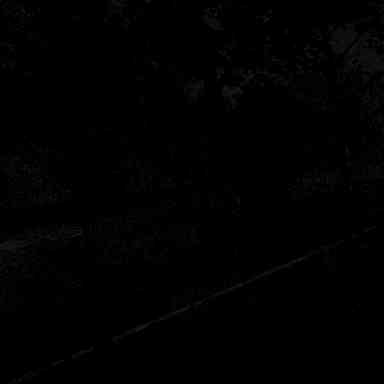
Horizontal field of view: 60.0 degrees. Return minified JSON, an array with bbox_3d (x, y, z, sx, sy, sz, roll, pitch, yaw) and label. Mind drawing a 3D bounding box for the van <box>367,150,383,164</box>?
[{"bbox_3d":[29.515,-5.474,51.645,1.878,1.987,4.442,-7,4,-37],"label":"van"}]
